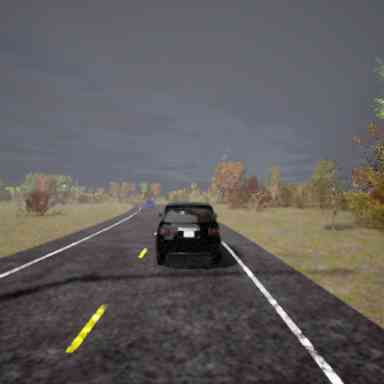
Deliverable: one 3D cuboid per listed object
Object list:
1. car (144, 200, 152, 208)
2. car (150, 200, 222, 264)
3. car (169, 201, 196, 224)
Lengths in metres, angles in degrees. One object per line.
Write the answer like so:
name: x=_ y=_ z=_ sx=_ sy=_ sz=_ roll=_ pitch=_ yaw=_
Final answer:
car: x=-8.287 y=2.334 z=65.073 sx=1.882 sy=1.535 sz=5.008 roll=0 pitch=-1 yaw=-8
car: x=-0.150 y=1.370 z=12.637 sx=2.150 sy=2.045 sz=5.566 roll=0 pitch=0 yaw=-1
car: x=-0.875 y=1.692 z=28.526 sx=2.097 sy=1.767 sz=4.553 roll=0 pitch=-1 yaw=-3
